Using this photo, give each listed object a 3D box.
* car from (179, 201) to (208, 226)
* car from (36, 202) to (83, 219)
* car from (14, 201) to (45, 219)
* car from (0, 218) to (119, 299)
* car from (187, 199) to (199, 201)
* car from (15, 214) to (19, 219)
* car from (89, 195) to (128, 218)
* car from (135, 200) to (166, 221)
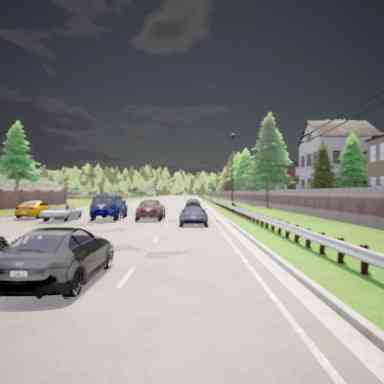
[{"bbox_3d":[0.114,1.620,23.781,1.994,1.385,4.181,0,0,0],"label":"car"},{"bbox_3d":[-10.385,1.664,26.905,1.895,1.301,4.718,0,0,0],"label":"car"},{"bbox_3d":[-13.883,1.547,29.806,1.882,1.535,5.008,0,0,0],"label":"car"},{"bbox_3d":[-3.395,1.584,8.533,1.994,1.385,4.181,0,0,0],"label":"car"},{"bbox_3d":[0.122,1.602,41.599,1.837,1.490,4.892,0,0,0],"label":"car"},{"bbox_3d":[-6.908,1.547,9.012,1.812,1.442,4.674,0,0,0],"label":"car"},{"bbox_3d":[-6.885,1.287,27.890,2.150,2.045,5.566,0,0,0],"label":"car"},{"bbox_3d":[-3.384,1.417,27.808,2.097,1.767,4.553,0,0,0],"label":"car"}]
